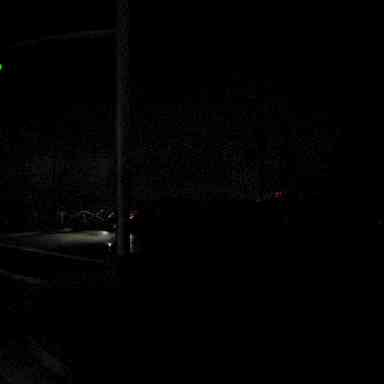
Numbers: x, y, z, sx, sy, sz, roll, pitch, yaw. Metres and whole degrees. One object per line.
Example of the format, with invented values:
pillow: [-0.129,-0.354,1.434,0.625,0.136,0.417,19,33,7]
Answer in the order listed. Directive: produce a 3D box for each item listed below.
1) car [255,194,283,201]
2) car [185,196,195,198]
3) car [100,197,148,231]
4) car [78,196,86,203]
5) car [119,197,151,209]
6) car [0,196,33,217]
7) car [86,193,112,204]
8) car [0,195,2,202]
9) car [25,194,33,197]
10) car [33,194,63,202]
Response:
car: [8.436,1.221,37.032,2.150,2.045,5.566,0,0,35]
car: [-0.769,1.374,48.146,1.845,1.501,3.633,0,0,35]
car: [-3.034,1.352,20.545,2.097,1.767,4.553,0,0,35]
car: [-18.471,1.077,60.333,1.905,1.878,3.866,0,0,35]
car: [-7.488,1.384,43.809,1.970,1.475,3.806,0,0,35]
car: [-15.798,1.340,26.888,2.007,1.523,4.514,0,0,35]
car: [-15.861,1.097,58.991,1.932,1.855,4.605,0,0,35]
car: [-41.403,1.298,67.525,2.007,1.523,4.514,0,0,35]
car: [-34.342,1.232,71.164,1.970,1.475,3.806,0,0,35]
car: [-28.916,1.154,67.722,2.152,1.636,5.027,0,0,35]
